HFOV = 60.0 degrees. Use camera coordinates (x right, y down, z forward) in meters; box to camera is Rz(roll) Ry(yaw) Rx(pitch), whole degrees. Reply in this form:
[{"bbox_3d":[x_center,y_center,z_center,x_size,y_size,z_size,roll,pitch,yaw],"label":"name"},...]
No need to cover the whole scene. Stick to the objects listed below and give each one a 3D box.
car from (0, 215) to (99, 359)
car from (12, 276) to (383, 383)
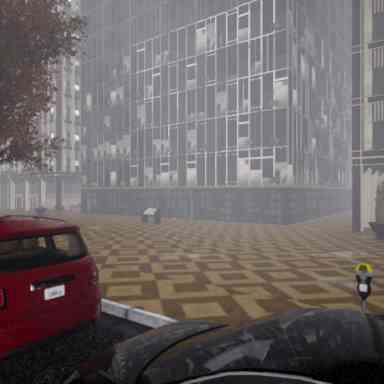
[{"bbox_3d":[-3.626,1.313,5.473,5.009,1.841,2.192,0,0,36],"label":"car"},{"bbox_3d":[0.866,1.566,2.259,4.313,1.339,1.947,0,0,36],"label":"car"}]
